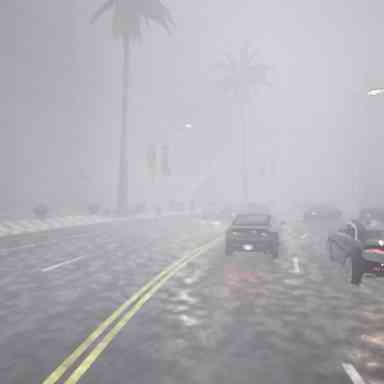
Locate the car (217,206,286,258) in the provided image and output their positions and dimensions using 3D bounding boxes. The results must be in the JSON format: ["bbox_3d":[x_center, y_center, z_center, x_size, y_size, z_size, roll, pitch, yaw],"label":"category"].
[{"bbox_3d":[2.514,1.525,12.951,1.837,1.490,4.892,0,0,17],"label":"car"}]

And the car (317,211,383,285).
[{"bbox_3d":[5.074,1.527,9.352,2.128,1.511,4.902,0,0,13],"label":"car"}]

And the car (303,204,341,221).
[{"bbox_3d":[10.815,1.641,27.392,1.994,1.385,4.181,0,0,41],"label":"car"}]

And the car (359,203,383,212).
[{"bbox_3d":[14.991,1.629,26.764,4.674,1.442,1.812,1,0,-44],"label":"car"}]

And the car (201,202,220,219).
[{"bbox_3d":[2.707,1.553,28.740,1.812,1.442,4.674,0,0,38],"label":"car"}]

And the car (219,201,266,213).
[{"bbox_3d":[4.411,1.528,25.101,2.128,1.511,4.902,0,0,35],"label":"car"}]
